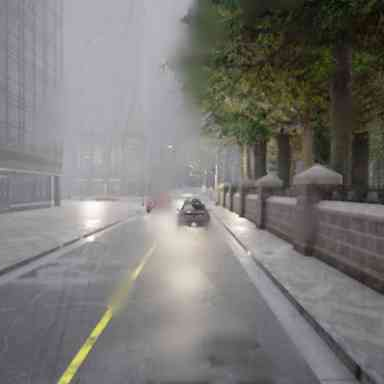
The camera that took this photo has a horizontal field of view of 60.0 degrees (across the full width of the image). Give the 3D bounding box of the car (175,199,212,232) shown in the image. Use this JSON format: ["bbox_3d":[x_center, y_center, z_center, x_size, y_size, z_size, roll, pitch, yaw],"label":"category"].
[{"bbox_3d":[0.096,1.374,19.248,1.837,1.490,4.892,0,0,0],"label":"car"}]

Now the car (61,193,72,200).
[{"bbox_3d":[-26.314,0.834,66.876,4.313,1.339,1.947,1,0,0],"label":"car"}]

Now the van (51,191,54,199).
[{"bbox_3d":[-26.352,0.672,58.351,3.998,1.788,1.690,1,0,0],"label":"van"}]

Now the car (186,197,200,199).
[{"bbox_3d":[0.093,1.229,35.269,1.882,1.535,5.008,0,0,0],"label":"car"}]

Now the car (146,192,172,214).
[{"bbox_3d":[-3.099,0.995,32.391,2.150,2.045,5.566,0,0,0],"label":"car"}]

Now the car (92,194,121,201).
[{"bbox_3d":[-14.944,0.980,58.285,4.829,1.417,1.752,1,0,0],"label":"car"}]
